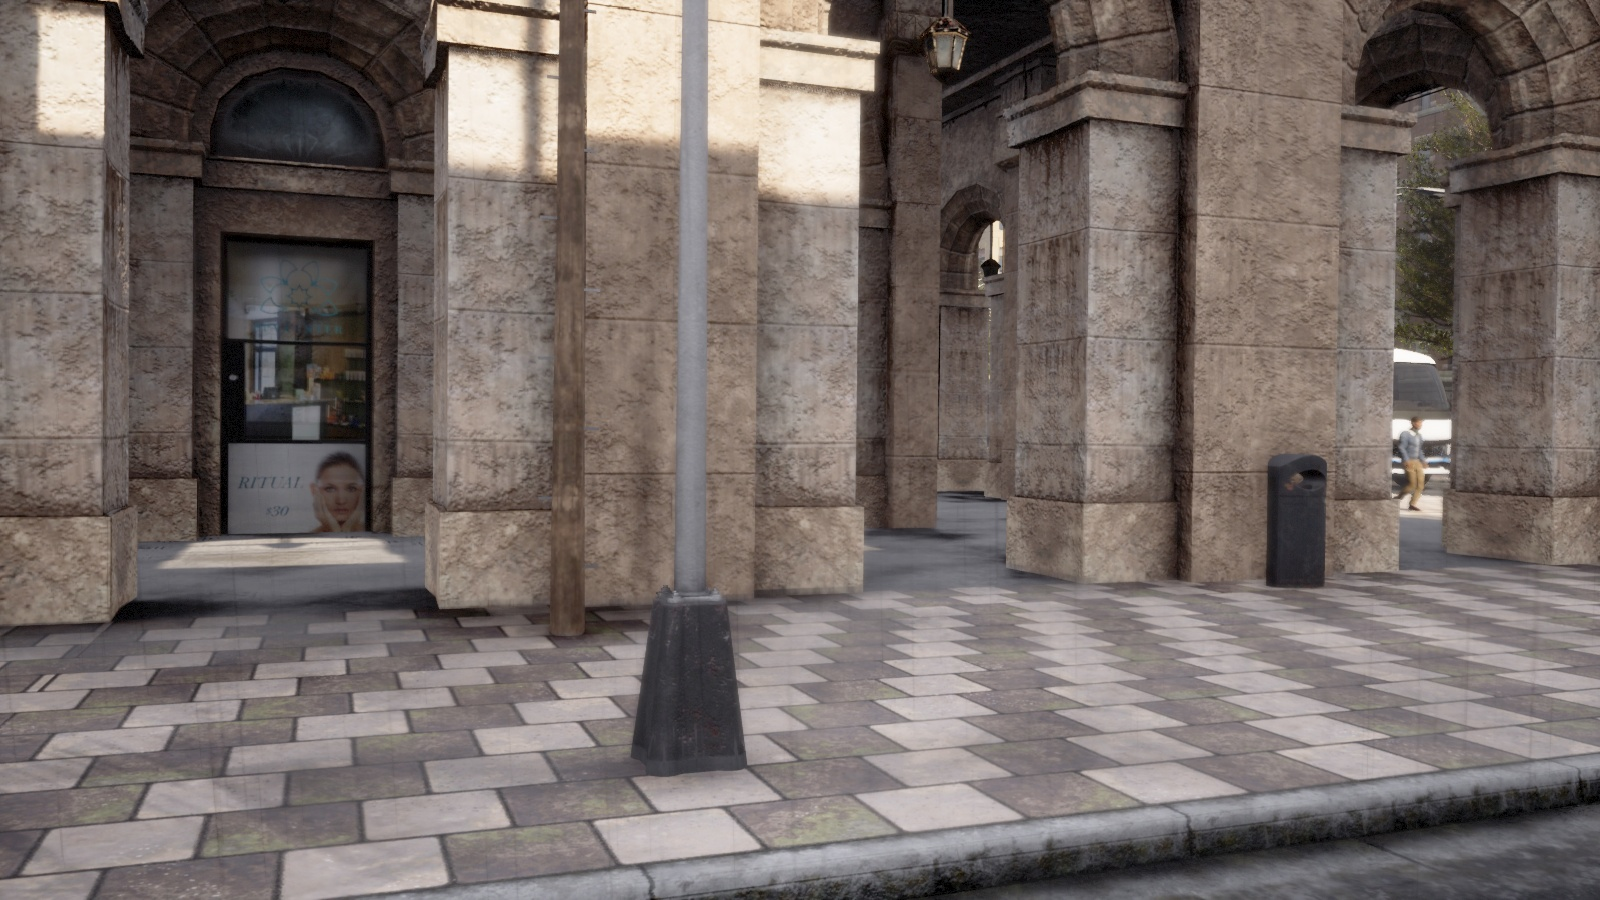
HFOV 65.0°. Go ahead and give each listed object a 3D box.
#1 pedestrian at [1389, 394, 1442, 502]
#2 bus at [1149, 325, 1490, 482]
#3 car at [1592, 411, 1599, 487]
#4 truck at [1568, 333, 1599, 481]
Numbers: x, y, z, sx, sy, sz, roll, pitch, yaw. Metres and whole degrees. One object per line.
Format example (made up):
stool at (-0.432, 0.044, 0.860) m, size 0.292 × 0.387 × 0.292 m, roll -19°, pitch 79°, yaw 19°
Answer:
pedestrian at (11.339, -0.045, 23.155) m, size 0.423 × 1.949 × 0.788 m, roll -1°, pitch 1°, yaw -21°
bus at (15.798, -1.393, 39.540) m, size 3.944 × 4.253 × 10.273 m, roll -1°, pitch 1°, yaw -21°
car at (20.346, -0.014, 27.671) m, size 2.097 × 1.767 × 4.553 m, roll -1°, pitch 1°, yaw -20°
truck at (23.223, -1.103, 29.850) m, size 2.891 × 3.827 × 8.468 m, roll -1°, pitch 1°, yaw -21°
